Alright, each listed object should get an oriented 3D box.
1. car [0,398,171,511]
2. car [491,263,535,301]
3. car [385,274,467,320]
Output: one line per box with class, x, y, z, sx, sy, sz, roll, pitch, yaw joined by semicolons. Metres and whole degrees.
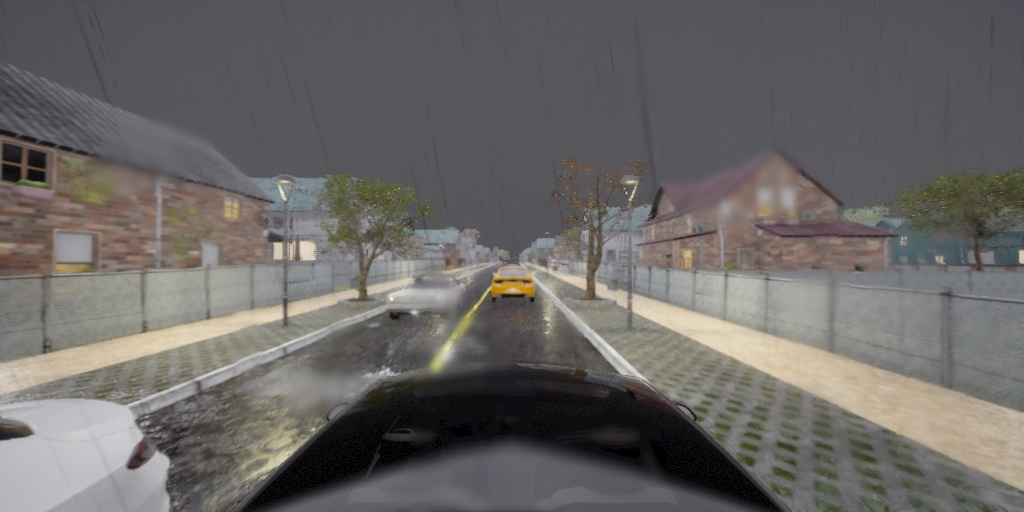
car;-2.843;1.279;0.110;1.812;1.442;4.674;0;1;0
car;0.066;1.222;17.206;1.882;1.535;5.008;0;0;1
car;-2.817;1.344;12.667;1.895;1.301;4.718;0;0;0
